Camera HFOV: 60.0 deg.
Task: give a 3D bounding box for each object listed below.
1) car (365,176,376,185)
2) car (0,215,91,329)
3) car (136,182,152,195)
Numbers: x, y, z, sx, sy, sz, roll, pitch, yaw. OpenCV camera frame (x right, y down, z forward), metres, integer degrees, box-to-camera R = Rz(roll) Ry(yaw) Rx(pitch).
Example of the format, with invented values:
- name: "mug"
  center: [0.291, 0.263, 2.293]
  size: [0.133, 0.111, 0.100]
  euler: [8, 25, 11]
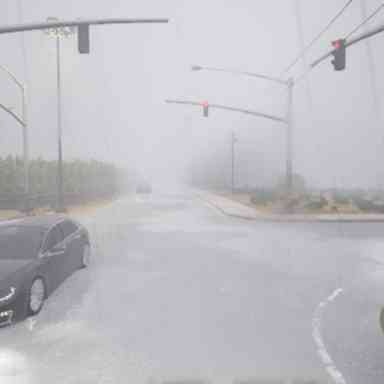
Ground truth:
- name: "car"
  center: [42.028, -2.644, 78.021]
  size: [1.905, 1.878, 3.866]
  euler: [10, 11, 41]
- name: "car"
  center: [-3.586, 1.370, 7.124]
  size: [1.837, 1.490, 4.892]
  euler: [0, 4, -1]
- name: "car"
  center: [-6.137, -0.541, 42.957]
  size: [1.882, 1.535, 5.008]
  euler: [0, 4, -5]
